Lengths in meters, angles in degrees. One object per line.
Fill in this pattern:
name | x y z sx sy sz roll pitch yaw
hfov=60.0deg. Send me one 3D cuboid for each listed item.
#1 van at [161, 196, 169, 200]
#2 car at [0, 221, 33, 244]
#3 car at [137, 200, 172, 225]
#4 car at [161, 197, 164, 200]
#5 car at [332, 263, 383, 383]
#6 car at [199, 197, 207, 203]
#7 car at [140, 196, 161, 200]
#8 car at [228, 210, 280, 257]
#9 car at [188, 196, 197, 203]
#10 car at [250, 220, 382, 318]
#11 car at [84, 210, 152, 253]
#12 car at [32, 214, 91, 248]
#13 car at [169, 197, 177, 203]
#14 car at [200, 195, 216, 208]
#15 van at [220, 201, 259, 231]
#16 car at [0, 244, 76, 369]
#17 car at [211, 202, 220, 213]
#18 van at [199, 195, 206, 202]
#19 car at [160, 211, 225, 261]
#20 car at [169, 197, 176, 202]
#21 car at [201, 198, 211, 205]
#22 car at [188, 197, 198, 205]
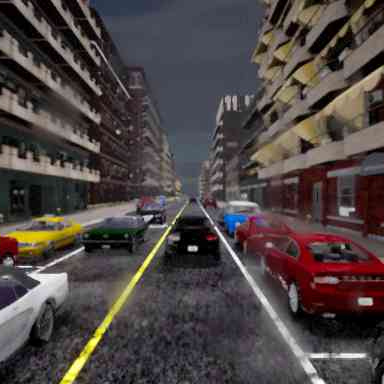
van | -5.534 1.642 58.405 1.690 1.788 3.998 1 0 0
car | -5.666 1.573 7.446 1.887 1.381 4.507 1 0 0
car | -2.948 1.613 24.907 2.128 1.511 4.902 0 0 0
car | -5.564 1.787 47.079 2.008 1.369 4.403 1 0 0
car | 2.700 1.563 1.762 2.008 1.369 4.403 1 0 0
car | 2.916 2.053 86.691 1.947 1.339 4.313 0 0 0
car | -5.577 1.520 41.419 2.192 1.841 5.009 1 0 0
car | 2.729 1.612 13.086 1.887 1.381 4.507 1 0 0
car | 0.206 1.868 80.976 2.128 1.511 4.902 0 0 0
car | 2.715 1.584 7.424 1.887 1.381 4.507 1 0 0
car | -3.058 1.665 14.048 1.895 1.301 4.718 0 0 0
car | -5.651 1.581 12.937 1.752 1.417 4.829 1 0 0
car | -5.464 2.001 86.543 1.752 1.417 4.829 0 0 0
car | 2.832 1.595 52.722 2.192 1.841 5.009 0 0 0
van | 2.745 1.437 18.750 1.690 1.788 3.998 1 0 0
car | -3.091 1.615 3.630 1.895 1.301 4.718 0 0 0
car | 2.757 1.676 24.411 2.008 1.369 4.403 1 0 0
van | 2.933 1.866 92.355 1.690 1.788 3.998 0 0 0
car | 0.029 1.592 12.463 1.812 1.442 4.674 0 -1 0
car | -5.449 2.038 92.205 1.752 1.417 4.829 0 0 0
car | 2.873 1.962 69.705 1.802 1.307 4.206 0 0 0
car | 0.181 1.874 70.553 1.837 1.490 4.892 0 0 0
